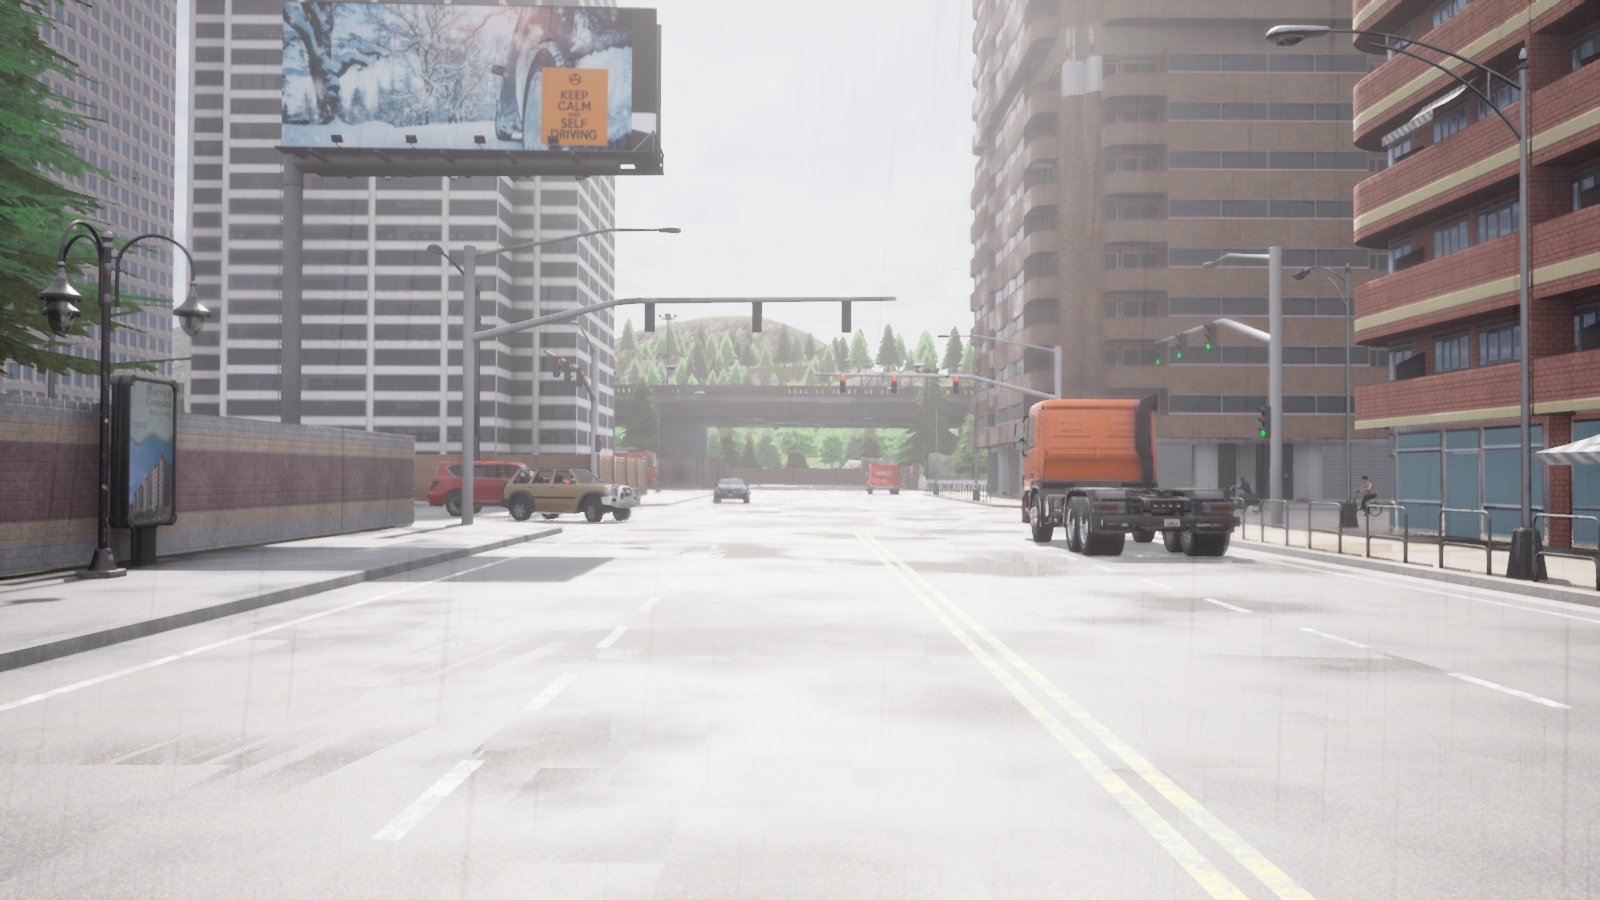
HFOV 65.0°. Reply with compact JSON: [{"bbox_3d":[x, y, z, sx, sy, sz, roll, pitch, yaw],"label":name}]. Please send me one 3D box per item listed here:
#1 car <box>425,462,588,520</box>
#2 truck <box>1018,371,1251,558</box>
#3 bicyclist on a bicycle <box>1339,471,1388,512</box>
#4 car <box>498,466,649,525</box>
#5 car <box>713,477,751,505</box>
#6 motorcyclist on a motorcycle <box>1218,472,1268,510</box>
[{"bbox_3d":[-10.788,1.495,46.447,5.566,2.045,2.150,0,-1,-2],"label":"car"},{"bbox_3d":[6.918,0.347,27.351,2.891,3.462,7.936,0,-1,0],"label":"truck"},{"bbox_3d":[22.322,1.644,49.750,1.509,1.612,0.866,0,-1,0],"label":"bicyclist on a bicycle"},{"bbox_3d":[-7.478,1.480,41.413,4.605,1.855,1.932,-1,-2,25],"label":"car"},{"bbox_3d":[-3.695,2.216,68.988,1.812,1.442,4.674,0,-1,0],"label":"car"},{"bbox_3d":[18.769,1.745,53.264,1.817,1.590,0.866,0,-1,0],"label":"motorcyclist on a motorcycle"}]
